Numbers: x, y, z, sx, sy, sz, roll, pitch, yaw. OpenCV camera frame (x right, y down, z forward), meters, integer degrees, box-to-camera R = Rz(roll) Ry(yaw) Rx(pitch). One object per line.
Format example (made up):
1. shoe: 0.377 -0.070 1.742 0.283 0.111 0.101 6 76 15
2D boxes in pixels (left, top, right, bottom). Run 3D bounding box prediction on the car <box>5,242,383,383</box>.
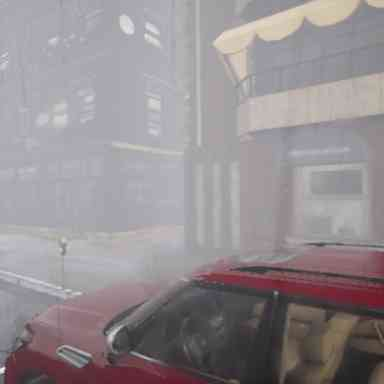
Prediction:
1. car: 0.755 1.315 2.312 5.009 1.841 2.192 0 -1 36
